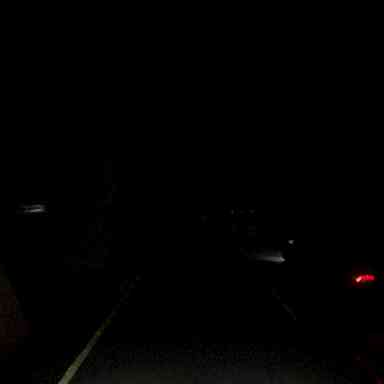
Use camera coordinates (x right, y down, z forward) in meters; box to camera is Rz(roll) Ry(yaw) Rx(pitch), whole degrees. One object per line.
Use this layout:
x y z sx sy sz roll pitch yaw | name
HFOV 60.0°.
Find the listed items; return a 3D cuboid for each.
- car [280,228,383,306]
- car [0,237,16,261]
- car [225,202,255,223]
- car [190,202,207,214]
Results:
3.750 1.622 8.418 2.033 1.411 5.357 0 -1 1 | car
-6.942 1.714 9.070 1.895 1.301 4.718 0 -1 1 | car
4.045 1.630 28.821 2.097 1.767 4.553 0 -1 1 | car
0.727 1.943 41.655 1.812 1.442 4.674 0 -1 1 | car
